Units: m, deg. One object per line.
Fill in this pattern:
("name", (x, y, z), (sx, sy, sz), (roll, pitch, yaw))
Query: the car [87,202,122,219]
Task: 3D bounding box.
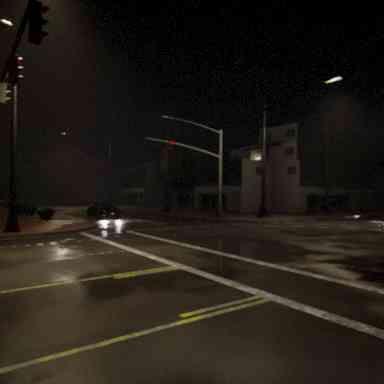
("car", (-7.750, 1.621, 29.323), (1.994, 1.385, 4.181), (1, -1, -35))
